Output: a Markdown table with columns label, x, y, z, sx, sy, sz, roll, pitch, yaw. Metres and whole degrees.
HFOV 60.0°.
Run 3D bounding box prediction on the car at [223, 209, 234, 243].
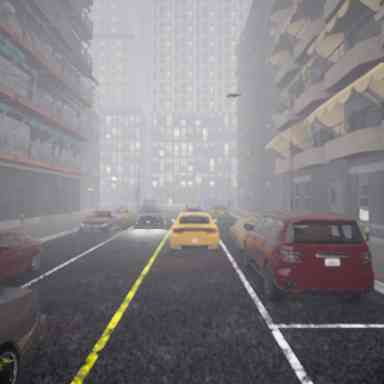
| label | x | y | z | sx | sy | sz | roll | pitch | yaw |
| --- | --- | --- | --- | --- | --- | --- | --- | --- | --- |
| car | 2.570 | 1.648 | 14.284 | 1.752 | 1.417 | 4.829 | 0 | 0 | 0 |

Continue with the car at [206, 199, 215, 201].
| label | x | y | z | sx | sy | sz | roll | pitch | yaw |
| --- | --- | --- | --- | --- | --- | --- | --- | --- | --- |
| car | 2.570 | 1.846 | 36.844 | 1.752 | 1.417 | 4.829 | 0 | -1 | 0 |

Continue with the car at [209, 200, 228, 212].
| label | x | y | z | sx | sy | sz | roll | pitch | yaw |
| --- | --- | --- | --- | --- | --- | --- | --- | --- | --- |
| car | 2.570 | 1.796 | 31.204 | 1.752 | 1.417 | 4.829 | 0 | -1 | 0 |

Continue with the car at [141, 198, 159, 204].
| label | x | y | z | sx | sy | sz | roll | pitch | yaw |
| --- | --- | --- | --- | --- | --- | --- | --- | --- | --- |
| car | -5.309 | 1.684 | 42.317 | 2.192 | 1.841 | 5.009 | 0 | -1 | 0 |

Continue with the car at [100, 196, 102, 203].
| label | x | y | z | sx | sy | sz | roll | pitch | yaw |
| --- | --- | --- | --- | --- | --- | --- | --- | --- | --- |
| car | -20.871 | 1.701 | 67.935 | 5.009 | 1.841 | 2.192 | 1 | -1 | 0 |

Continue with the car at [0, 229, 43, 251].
| label | x | y | z | sx | sy | sz | roll | pitch | yaw |
| --- | --- | --- | --- | --- | --- | --- | --- | --- | --- |
| car | -5.311 | 1.655 | 8.473 | 1.802 | 1.307 | 4.206 | 0 | 0 | 0 |

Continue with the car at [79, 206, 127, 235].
| label | x | y | z | sx | sy | sz | roll | pitch | yaw |
| --- | --- | --- | --- | --- | --- | --- | --- | --- | --- |
| car | -5.311 | 1.751 | 19.753 | 1.802 | 1.307 | 4.206 | 0 | 0 | 0 |

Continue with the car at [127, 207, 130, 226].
| label | x | y | z | sx | sy | sz | roll | pitch | yaw |
| --- | --- | --- | --- | --- | --- | --- | --- | --- | --- |
| car | -5.310 | 1.742 | 25.224 | 1.752 | 1.417 | 4.829 | 0 | 0 | 0 |

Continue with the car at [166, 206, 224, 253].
| label | x | y | z | sx | sy | sz | roll | pitch | yaw |
| --- | --- | --- | --- | --- | --- | --- | --- | --- | --- |
| car | 0.102 | 1.601 | 14.391 | 1.882 | 1.535 | 5.008 | 0 | 0 | 0 |

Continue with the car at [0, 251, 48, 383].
| label | x | y | z | sx | sy | sz | roll | pitch | yaw |
| --- | --- | --- | --- | --- | --- | --- | --- | --- | --- |
| car | -2.841 | 1.567 | 2.112 | 2.033 | 1.411 | 5.357 | 0 | -1 | 0 |

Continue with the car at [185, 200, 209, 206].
| label | x | y | z | sx | sy | sz | roll | pitch | yaw |
| --- | --- | --- | --- | --- | --- | --- | --- | --- | --- |
| car | 0.097 | 1.739 | 28.639 | 2.128 | 1.511 | 4.902 | 0 | -1 | 0 |

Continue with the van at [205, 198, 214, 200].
| label | x | y | z | sx | sy | sz | roll | pitch | yaw |
| --- | --- | --- | --- | --- | --- | --- | --- | --- | --- |
| van | 2.571 | 1.762 | 47.956 | 1.690 | 1.788 | 3.998 | 0 | -1 | 0 |

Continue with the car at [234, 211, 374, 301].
| label | x | y | z | sx | sy | sz | roll | pitch | yaw |
| --- | --- | --- | --- | --- | --- | --- | --- | --- | --- |
| car | 2.571 | 1.388 | 8.475 | 2.192 | 1.841 | 5.009 | 0 | 0 | 0 |

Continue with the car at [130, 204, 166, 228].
| label | x | y | z | sx | sy | sz | roll | pitch | yaw |
| --- | --- | --- | --- | --- | --- | --- | --- | --- | --- |
| car | -2.846 | 1.767 | 23.595 | 1.994 | 1.385 | 4.181 | 0 | 0 | 0 |
